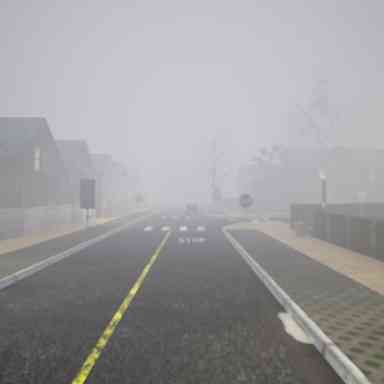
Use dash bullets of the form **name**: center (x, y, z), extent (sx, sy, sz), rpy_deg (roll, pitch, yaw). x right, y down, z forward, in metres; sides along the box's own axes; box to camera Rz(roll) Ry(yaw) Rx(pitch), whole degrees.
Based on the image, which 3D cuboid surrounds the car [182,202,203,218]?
- **car**: center (0.015, 1.859, 33.590), extent (1.812, 1.442, 4.674), rpy_deg (0, 0, 0)

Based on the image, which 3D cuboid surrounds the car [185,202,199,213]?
- **car**: center (0.041, 2.059, 45.887), extent (1.895, 1.301, 4.718), rpy_deg (0, -1, 1)
